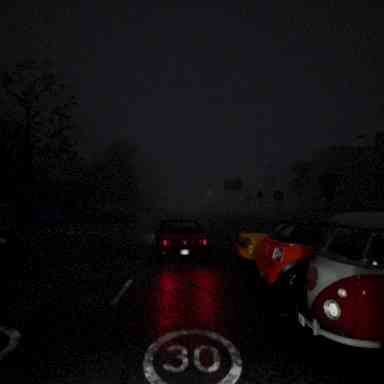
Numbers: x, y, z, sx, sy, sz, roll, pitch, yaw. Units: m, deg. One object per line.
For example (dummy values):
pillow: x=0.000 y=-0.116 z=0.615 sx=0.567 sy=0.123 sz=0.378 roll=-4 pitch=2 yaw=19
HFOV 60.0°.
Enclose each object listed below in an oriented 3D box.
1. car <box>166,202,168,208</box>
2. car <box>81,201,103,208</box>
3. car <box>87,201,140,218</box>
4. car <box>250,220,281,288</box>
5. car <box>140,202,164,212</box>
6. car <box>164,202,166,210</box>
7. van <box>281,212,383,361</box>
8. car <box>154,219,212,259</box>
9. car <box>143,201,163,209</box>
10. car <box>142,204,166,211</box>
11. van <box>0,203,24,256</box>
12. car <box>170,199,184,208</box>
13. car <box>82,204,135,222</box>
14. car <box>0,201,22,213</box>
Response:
car: x=-7.932 y=3.076 z=66.317 sx=5.008 sy=1.535 sz=2.097 roll=0 pitch=-2 yaw=1
car: x=-24.920 y=3.058 z=82.983 sx=4.892 sy=1.490 sz=1.837 roll=1 pitch=1 yaw=0
car: x=-8.290 y=2.027 z=35.451 sx=4.553 sy=1.767 sz=2.185 roll=0 pitch=-2 yaw=0
car: x=3.907 y=1.412 z=7.901 sx=4.553 sy=1.767 sz=2.185 roll=0 pitch=-1 yaw=0
car: x=-7.994 y=2.920 z=59.770 sx=4.674 sy=1.452 sz=2.002 roll=0 pitch=-2 yaw=1
car: x=-7.956 y=2.980 z=63.045 sx=4.892 sy=1.521 sz=2.231 roll=0 pitch=-2 yaw=1
van: x=3.816 y=1.285 z=4.865 sx=4.442 sy=1.987 sz=1.878 roll=0 pitch=0 yaw=0
car: x=-0.556 y=1.728 z=13.203 sx=1.895 sy=1.301 sz=4.718 roll=0 pitch=-1 yaw=-8
car: x=-9.575 y=3.223 z=82.056 sx=4.553 sy=1.767 sz=2.097 roll=0 pitch=1 yaw=15
car: x=-7.890 y=3.211 z=69.463 sx=4.674 sy=1.452 sz=2.002 roll=0 pitch=-2 yaw=1
van: x=-8.206 y=1.355 z=11.492 sx=4.442 sy=1.987 sz=1.878 roll=0 pitch=-1 yaw=0
car: x=-2.798 y=2.559 z=70.288 sx=2.150 sy=2.045 sz=5.566 roll=0 pitch=-2 yaw=1
car: x=-8.251 y=2.099 z=32.277 sx=4.674 sy=1.452 sz=2.002 roll=0 pitch=-2 yaw=0
car: x=-27.208 y=2.127 z=47.263 sx=5.008 sy=1.535 sz=1.882 roll=1 pitch=1 yaw=0
